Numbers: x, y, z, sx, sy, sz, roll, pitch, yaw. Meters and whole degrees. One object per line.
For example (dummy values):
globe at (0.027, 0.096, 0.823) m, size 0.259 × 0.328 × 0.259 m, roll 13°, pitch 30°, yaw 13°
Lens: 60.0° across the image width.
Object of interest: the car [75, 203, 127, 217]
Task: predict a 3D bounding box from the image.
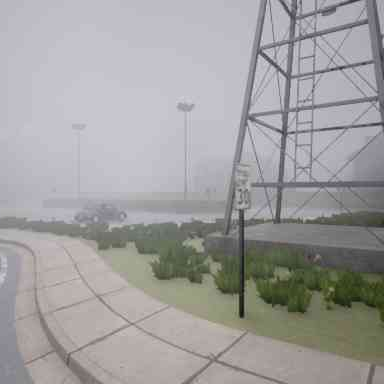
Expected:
car at (-6.759, 1.521, 25.007) m, size 1.784 × 1.438 × 3.905 m, roll 0°, pitch 0°, yaw 34°
